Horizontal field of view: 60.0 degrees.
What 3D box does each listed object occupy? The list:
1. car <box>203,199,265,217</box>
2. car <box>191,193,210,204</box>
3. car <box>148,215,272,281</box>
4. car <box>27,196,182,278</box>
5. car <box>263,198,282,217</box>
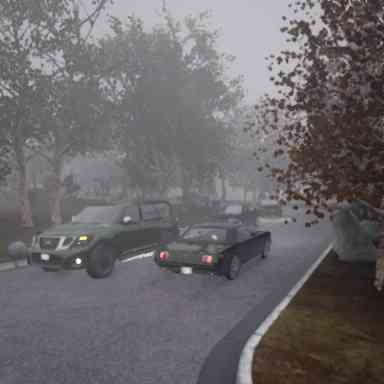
[{"bbox_3d":[2.637,1.450,20.253,1.882,1.535,5.008,-1,0,29],"label":"car"},{"bbox_3d":[0.063,0.842,46.182,5.008,1.535,1.882,2,0,31],"label":"car"},{"bbox_3d":[0.934,1.601,10.033,1.895,1.301,4.718,-1,0,29],"label":"car"},{"bbox_3d":[-2.487,1.297,10.943,2.150,2.045,5.566,-1,-1,27],"label":"car"},{"bbox_3d":[6.769,1.304,29.623,1.882,1.535,5.008,-1,1,5],"label":"car"}]
